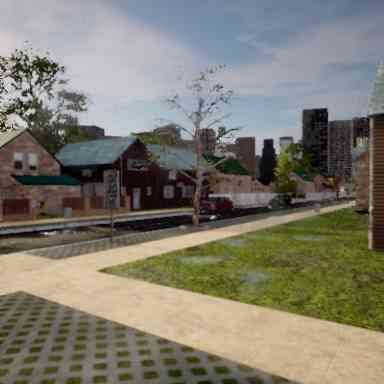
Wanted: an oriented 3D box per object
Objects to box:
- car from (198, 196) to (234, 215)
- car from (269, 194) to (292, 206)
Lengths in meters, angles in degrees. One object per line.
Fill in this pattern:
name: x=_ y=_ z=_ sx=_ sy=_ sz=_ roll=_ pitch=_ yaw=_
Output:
car: x=2.266 y=1.207 z=32.395 sx=2.097 sy=1.767 sz=4.553 roll=1 pitch=1 yaw=34
car: x=12.740 y=1.164 z=47.926 sx=2.097 sy=1.767 sz=4.553 roll=1 pitch=1 yaw=34
